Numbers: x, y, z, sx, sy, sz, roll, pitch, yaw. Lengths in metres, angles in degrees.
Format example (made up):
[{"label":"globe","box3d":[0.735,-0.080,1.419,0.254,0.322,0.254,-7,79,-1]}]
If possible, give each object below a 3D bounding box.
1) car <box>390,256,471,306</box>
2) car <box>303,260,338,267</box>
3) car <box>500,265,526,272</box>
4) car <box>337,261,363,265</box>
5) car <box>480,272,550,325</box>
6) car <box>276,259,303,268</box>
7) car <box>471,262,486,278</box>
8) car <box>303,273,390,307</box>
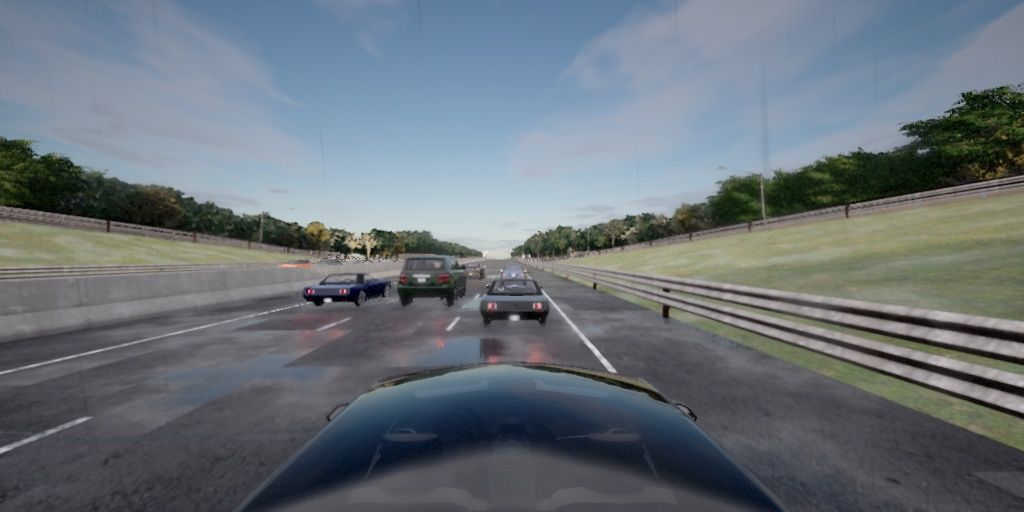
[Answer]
[{"label":"car","box3d":[-3.394,1.000,16.172,2.150,2.045,5.566,0,0,0]},{"label":"car","box3d":[-21.284,1.192,41.033,2.097,1.767,4.553,0,0,-1]},{"label":"car","box3d":[0.088,1.356,27.035,2.033,1.411,5.357,0,0,0]},{"label":"car","box3d":[-17.787,1.406,41.157,1.994,1.385,4.181,0,0,-1]},{"label":"car","box3d":[0.087,1.368,11.790,1.895,1.301,4.718,0,0,0]},{"label":"car","box3d":[-24.780,1.190,40.928,2.097,1.767,4.553,0,0,-1]},{"label":"car","box3d":[-3.453,1.316,32.426,2.128,1.511,4.902,0,0,-1]},{"label":"car","box3d":[-6.896,1.377,15.679,1.895,1.301,4.718,0,0,0]}]
